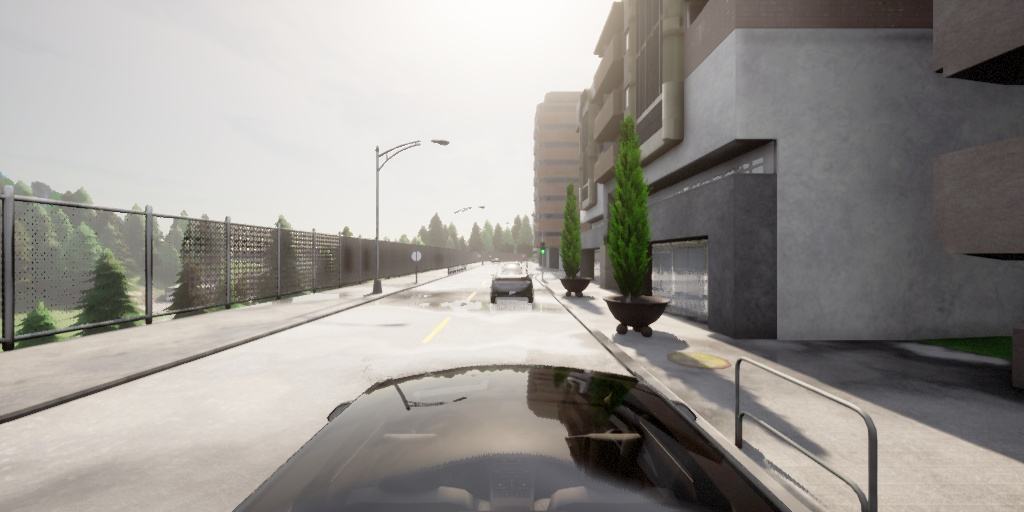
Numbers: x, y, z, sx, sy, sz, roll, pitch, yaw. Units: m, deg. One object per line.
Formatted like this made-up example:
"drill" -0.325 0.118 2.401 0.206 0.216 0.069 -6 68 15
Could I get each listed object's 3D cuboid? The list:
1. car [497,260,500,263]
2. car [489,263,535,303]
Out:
"car" 0.001 1.312 31.499 2.033 1.411 5.357 0 0 0
"car" 0.000 1.244 16.500 2.128 1.511 4.902 0 0 0
